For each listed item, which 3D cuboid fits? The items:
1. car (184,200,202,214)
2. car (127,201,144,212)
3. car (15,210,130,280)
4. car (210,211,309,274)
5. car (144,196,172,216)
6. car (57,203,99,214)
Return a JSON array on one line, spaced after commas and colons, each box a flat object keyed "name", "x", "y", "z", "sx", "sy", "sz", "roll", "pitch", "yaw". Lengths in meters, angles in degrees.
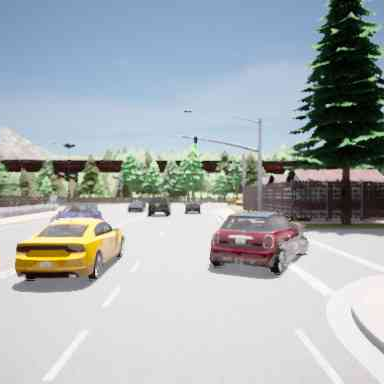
[{"name": "car", "x": 0.115, "y": 1.778, "z": 39.422, "sx": 1.837, "sy": 1.490, "sz": 4.892, "roll": 0, "pitch": 0, "yaw": 1}, {"name": "car", "x": -7.001, "y": 1.845, "z": 42.909, "sx": 2.033, "sy": 1.411, "sz": 5.357, "roll": 0, "pitch": 0, "yaw": 0}, {"name": "car", "x": -3.402, "y": 1.549, "z": 10.219, "sx": 1.882, "sy": 1.535, "sz": 5.008, "roll": 0, "pitch": 0, "yaw": 0}, {"name": "car", "x": 2.409, "y": 1.427, "z": 11.252, "sx": 2.097, "sy": 1.767, "sz": 4.553, "roll": 0, "pitch": 0, "yaw": 29}, {"name": "car", "x": -3.400, "y": 1.467, "z": 35.347, "sx": 2.150, "sy": 2.045, "sz": 5.566, "roll": 0, "pitch": 0, "yaw": 0}, {"name": "car", "x": -7.098, "y": 1.496, "z": 20.812, "sx": 2.097, "sy": 1.767, "sz": 4.553, "roll": 0, "pitch": 0, "yaw": 0}]
